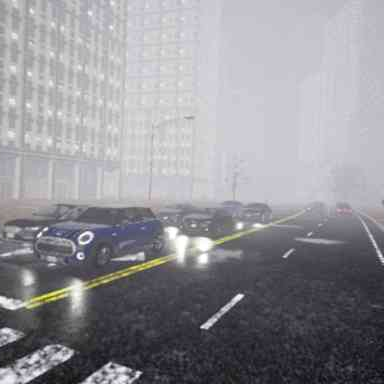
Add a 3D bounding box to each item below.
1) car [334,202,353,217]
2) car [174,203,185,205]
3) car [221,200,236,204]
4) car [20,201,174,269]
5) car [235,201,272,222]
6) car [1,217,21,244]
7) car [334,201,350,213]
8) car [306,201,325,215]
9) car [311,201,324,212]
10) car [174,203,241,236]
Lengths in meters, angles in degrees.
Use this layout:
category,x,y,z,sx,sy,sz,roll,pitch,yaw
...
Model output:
category,x,y,z,sx,sy,sz,roll,pitch,yaw
car,18.112,2.162,39.638,2.033,1.411,5.357,2,0,23
car,-0.757,1.455,22.479,1.994,1.385,4.181,3,0,26
car,3.663,1.519,31.798,1.882,1.535,5.008,3,0,25
car,-2.723,1.202,10.771,2.097,1.767,4.553,3,0,25
car,5.420,1.635,27.922,1.837,1.490,4.892,3,0,25
car,-5.083,1.233,13.438,2.128,1.511,4.902,3,0,25
car,22.089,2.212,49.221,1.882,1.535,5.008,2,0,22
car,15.308,2.091,41.342,1.895,1.301,4.718,2,0,23
car,19.126,2.131,50.559,1.812,1.442,4.674,2,0,22
car,0.963,1.542,18.554,1.994,1.385,4.181,3,0,26
